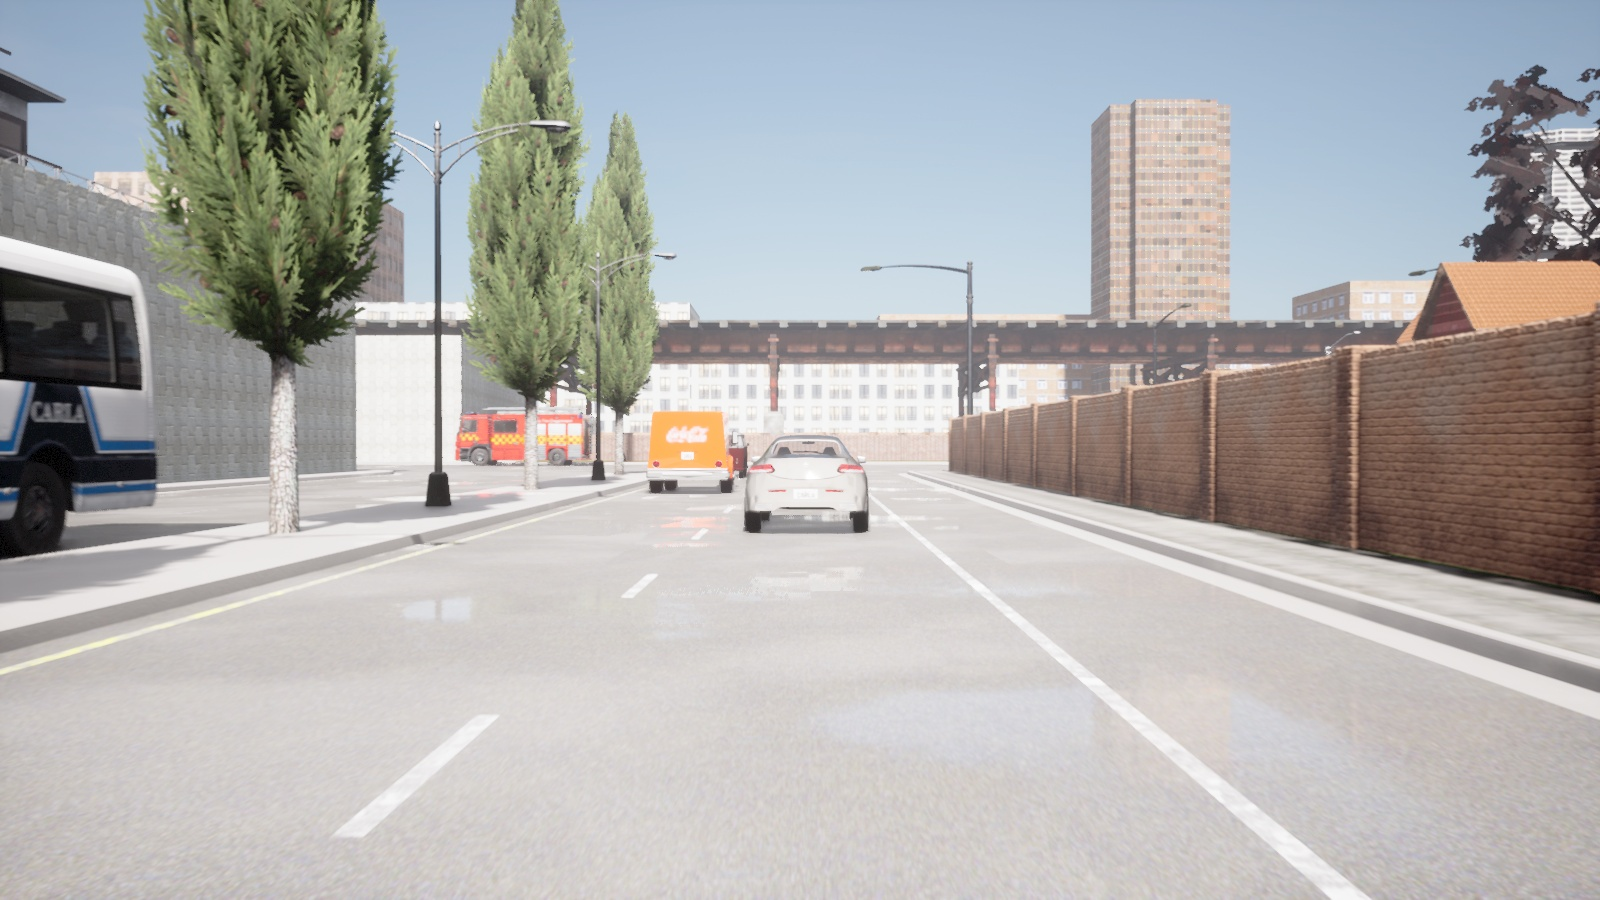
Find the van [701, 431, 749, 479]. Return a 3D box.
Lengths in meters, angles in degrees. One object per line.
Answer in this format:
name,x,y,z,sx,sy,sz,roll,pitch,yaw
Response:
van,-3.188,0.191,54.211,1.775,1.987,4.442,0,0,0

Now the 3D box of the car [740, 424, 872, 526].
car,0.152,0.396,22.898,2.152,1.651,5.027,0,0,1

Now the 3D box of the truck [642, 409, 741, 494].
truck,-3.276,0.036,39.183,2.627,2.467,5.204,0,0,0

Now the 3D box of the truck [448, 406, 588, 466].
truck,-18.413,-0.897,82.299,8.468,3.827,2.891,0,0,1

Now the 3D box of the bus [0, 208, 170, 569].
bus,-11.411,-0.716,13.616,3.944,4.253,10.273,0,0,0
